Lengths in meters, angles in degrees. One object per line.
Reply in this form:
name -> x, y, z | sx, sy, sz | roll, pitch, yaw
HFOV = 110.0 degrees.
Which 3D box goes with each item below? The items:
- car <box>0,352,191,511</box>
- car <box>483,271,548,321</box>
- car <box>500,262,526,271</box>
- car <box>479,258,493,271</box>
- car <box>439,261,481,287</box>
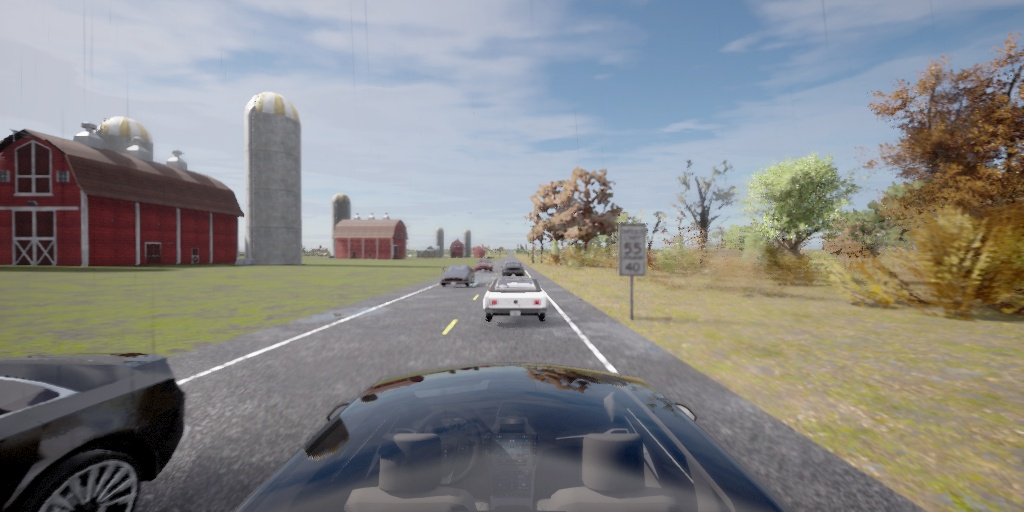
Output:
car -> -3.600, 1.240, 0.888 | 2.128, 1.511, 4.902 | 0, 0, 0
car -> 0.102, 1.354, 12.458 | 1.895, 1.301, 4.718 | 0, 0, 0
car -> 0.102, 1.262, 30.201 | 1.837, 1.490, 4.892 | 0, 0, 0
car -> -3.490, 1.124, 45.550 | 2.097, 1.767, 4.553 | 0, 0, 0
car -> -3.591, 1.303, 24.626 | 2.033, 1.411, 5.357 | 0, 0, 0
